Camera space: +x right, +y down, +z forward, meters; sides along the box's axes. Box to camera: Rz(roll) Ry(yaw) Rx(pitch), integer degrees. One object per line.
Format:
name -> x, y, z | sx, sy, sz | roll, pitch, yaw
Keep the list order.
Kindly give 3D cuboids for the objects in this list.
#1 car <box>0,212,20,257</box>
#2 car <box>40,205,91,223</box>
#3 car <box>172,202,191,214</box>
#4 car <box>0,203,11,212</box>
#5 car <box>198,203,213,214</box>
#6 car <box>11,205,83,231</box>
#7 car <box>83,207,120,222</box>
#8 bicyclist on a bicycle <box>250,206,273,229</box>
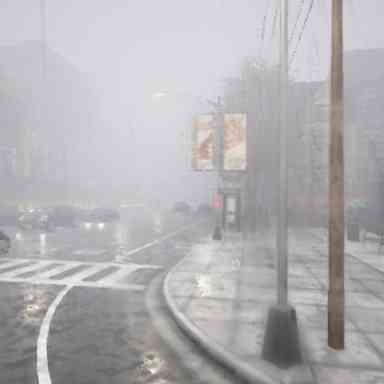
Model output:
car -> -7.995, 1.627, 10.947 | 1.837, 1.490, 4.892 | -1, -1, 1
car -> -11.917, 2.027, 31.812 | 2.033, 1.411, 5.357 | 1, -1, 10
car -> -1.513, 2.319, 50.313 | 2.097, 1.767, 4.553 | 1, -1, 10
car -> -13.511, 1.630, 22.483 | 2.097, 1.767, 4.553 | 1, -1, 10
car -> 2.117, 2.526, 50.742 | 1.837, 1.490, 4.892 | 1, -1, 10
car -> -9.852, 1.687, 23.106 | 2.097, 1.767, 4.553 | 1, -1, 10
car -> -8.398, 2.083, 31.614 | 1.994, 1.385, 4.181 | 1, -1, 10
bicyclist on a bicycle -> 4.887, 1.824, 23.417 | 1.656, 1.620, 0.582 | 0, -1, 10
